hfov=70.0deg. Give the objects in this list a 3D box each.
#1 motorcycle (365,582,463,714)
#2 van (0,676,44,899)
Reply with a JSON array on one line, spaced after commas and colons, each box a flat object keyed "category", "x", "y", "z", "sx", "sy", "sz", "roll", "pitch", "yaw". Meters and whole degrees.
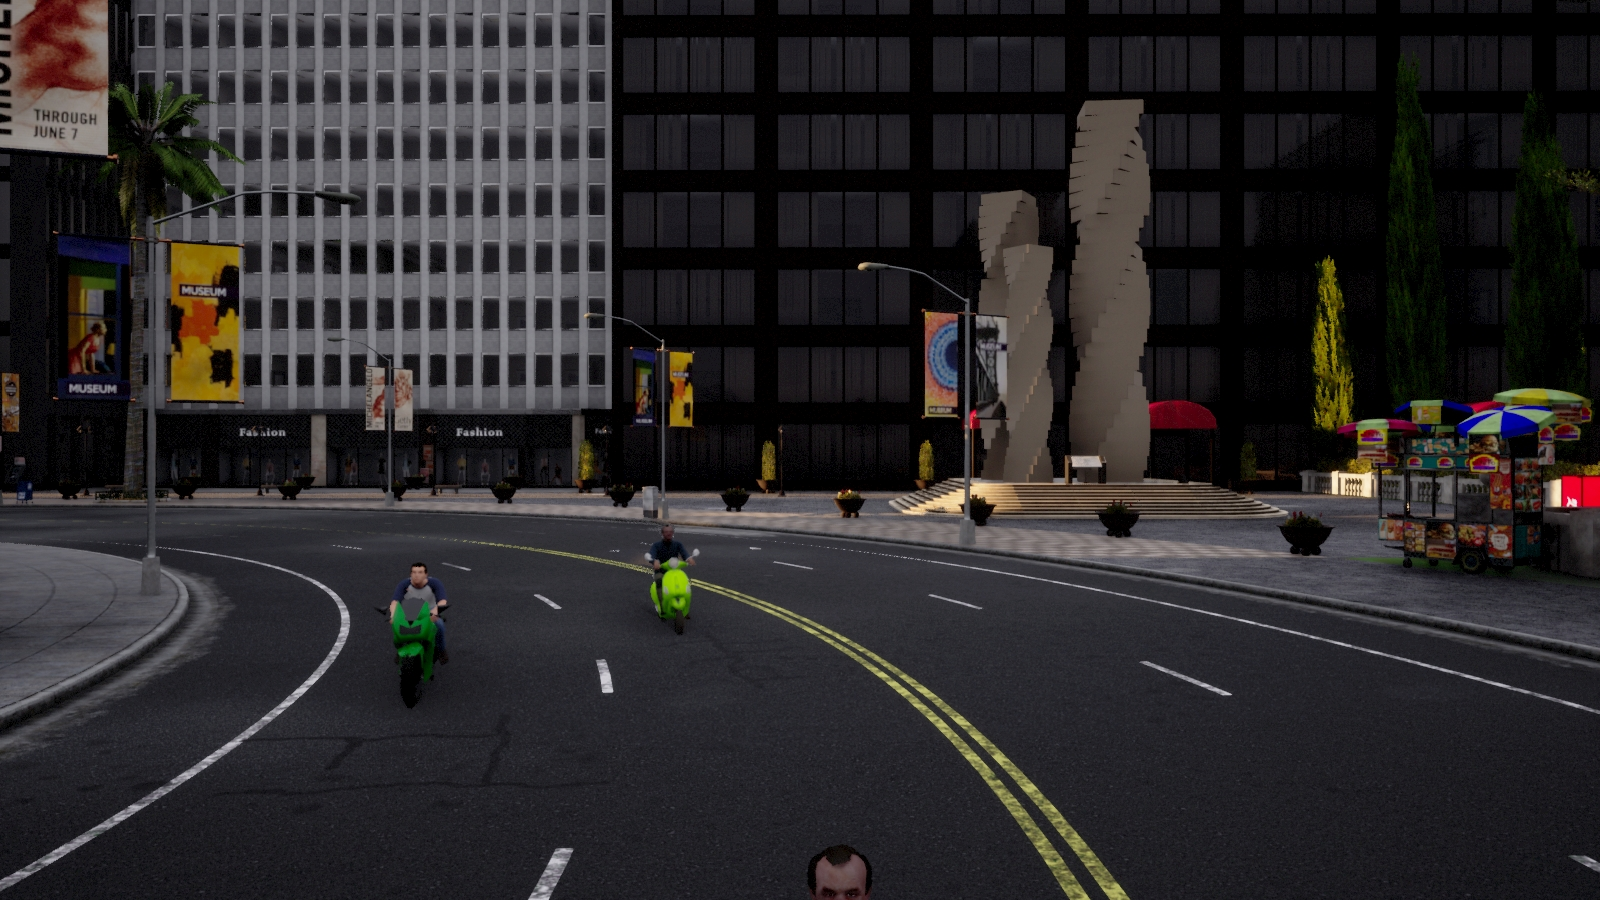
[{"category": "motorcycle", "x": -4.388, "y": 2.214, "z": 13.132, "sx": 0.803, "sy": 1.145, "sz": 2.033, "roll": 0, "pitch": 0, "yaw": -11}, {"category": "van", "x": -3.531, "y": 1.781, "z": 1.558, "sx": 2.069, "sy": 2.038, "sz": 4.480, "roll": 0, "pitch": 0, "yaw": -1}]
